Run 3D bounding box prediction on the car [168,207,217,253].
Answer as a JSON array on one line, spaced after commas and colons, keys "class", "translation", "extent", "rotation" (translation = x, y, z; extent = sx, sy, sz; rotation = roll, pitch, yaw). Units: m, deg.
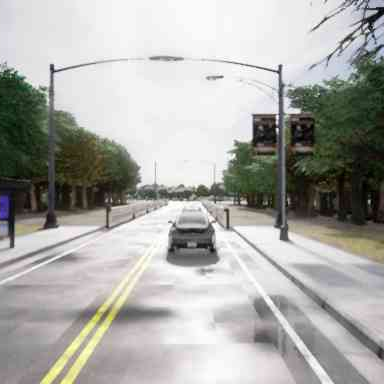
[{"class": "car", "translation": [0.005, 1.643, 14.298], "extent": [1.837, 1.490, 4.892], "rotation": [0, 0, 0]}]
